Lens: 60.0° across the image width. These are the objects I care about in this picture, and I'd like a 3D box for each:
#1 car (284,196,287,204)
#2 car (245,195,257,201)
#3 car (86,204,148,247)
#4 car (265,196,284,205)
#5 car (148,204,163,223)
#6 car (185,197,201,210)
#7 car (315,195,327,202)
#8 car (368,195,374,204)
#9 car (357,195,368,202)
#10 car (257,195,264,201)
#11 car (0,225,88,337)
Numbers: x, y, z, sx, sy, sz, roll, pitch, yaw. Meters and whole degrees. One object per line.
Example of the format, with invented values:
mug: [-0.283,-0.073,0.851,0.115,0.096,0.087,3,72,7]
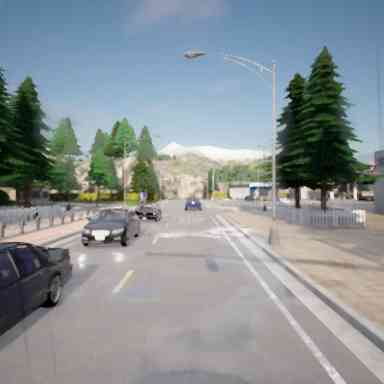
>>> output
car: [17.104,1.511,64.469,1.970,1.475,3.806,0,0,0]
car: [14.325,1.501,83.116,2.007,1.523,4.514,0,0,0]
car: [-3.559,1.520,15.356,2.128,1.511,4.902,0,0,0]
car: [14.039,1.486,57.083,1.845,1.501,3.633,0,0,0]
car: [-3.462,1.657,26.458,1.895,1.301,4.718,0,0,0]
car: [0.157,1.430,43.732,2.097,1.767,4.553,0,0,0]
car: [29.220,1.470,75.325,1.845,1.501,3.633,0,0,0]
car: [32.620,1.214,56.735,1.932,1.855,4.605,0,0,0]
car: [39.212,1.451,75.169,2.007,1.523,4.514,0,0,0]
car: [17.462,1.493,83.132,2.152,1.636,5.027,0,0,0]
car: [-3.582,1.557,5.265,2.033,1.411,5.357,0,0,0]
